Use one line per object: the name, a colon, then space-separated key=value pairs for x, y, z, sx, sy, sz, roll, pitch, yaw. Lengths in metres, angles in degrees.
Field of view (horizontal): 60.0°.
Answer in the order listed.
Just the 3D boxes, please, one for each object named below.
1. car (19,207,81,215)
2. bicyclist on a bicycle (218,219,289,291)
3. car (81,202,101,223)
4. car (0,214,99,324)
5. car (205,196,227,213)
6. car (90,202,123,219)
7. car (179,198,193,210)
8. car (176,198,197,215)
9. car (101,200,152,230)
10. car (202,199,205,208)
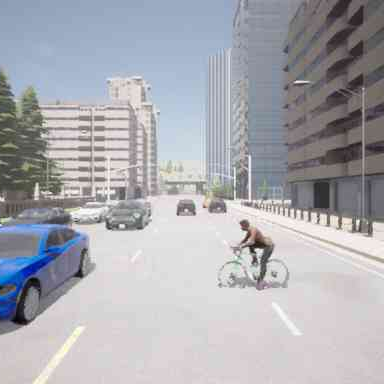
car: x=-7.414 y=1.491 z=16.342 sx=2.128 sy=1.511 sz=4.902 roll=0 pitch=0 yaw=-1
bicyclist on a bicycle: x=1.406 y=1.454 z=7.699 sx=1.656 sy=1.620 sz=0.582 roll=-2 pitch=0 yaw=-1
car: x=-7.514 y=1.526 z=25.513 sx=1.812 sy=1.442 sz=4.674 roll=0 pitch=0 yaw=-1
car: x=-3.725 y=1.478 z=7.322 sx=1.882 sy=1.535 sz=5.008 roll=0 pitch=0 yaw=-1
car: x=2.809 y=1.505 z=37.643 sx=1.837 sy=1.490 sz=4.892 roll=0 pitch=0 yaw=-1
car: x=-7.672 y=1.601 z=30.283 sx=1.895 sy=1.301 sz=4.718 roll=0 pitch=0 yaw=-1
car: x=-0.804 y=1.525 z=43.611 sx=1.812 sy=1.442 sz=4.674 roll=0 pitch=0 yaw=-1
car: x=-0.596 y=1.503 z=34.113 sx=1.837 sy=1.490 sz=4.892 roll=0 pitch=-1 yaw=-1
car: x=-4.009 y=1.352 z=21.074 sx=2.097 sy=1.767 sz=4.553 roll=0 pitch=0 yaw=-1
car: x=2.591 y=1.352 z=46.777 sx=2.097 sy=1.767 sz=4.553 roll=0 pitch=0 yaw=-1
